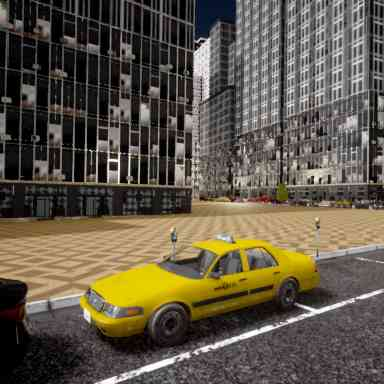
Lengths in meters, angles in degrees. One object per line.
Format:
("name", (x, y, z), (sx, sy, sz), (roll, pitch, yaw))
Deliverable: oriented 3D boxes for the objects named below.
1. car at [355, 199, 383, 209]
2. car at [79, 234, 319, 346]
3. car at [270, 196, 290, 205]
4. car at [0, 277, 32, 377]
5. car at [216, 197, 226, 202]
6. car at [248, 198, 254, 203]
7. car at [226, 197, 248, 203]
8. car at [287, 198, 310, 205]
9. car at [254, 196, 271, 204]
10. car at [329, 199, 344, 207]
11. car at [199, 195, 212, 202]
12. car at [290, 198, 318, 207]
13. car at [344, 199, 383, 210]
("car", (27.776, 1.833, 51.363), (2.008, 1.369, 4.403), (1, -1, -22))
("car", (0.420, 1.528, 6.330), (4.829, 1.417, 1.752), (0, 1, -35))
("car", (16.266, 1.636, 58.739), (1.967, 1.590, 4.097), (1, -1, -22))
("car", (-3.944, 1.565, 3.272), (4.313, 1.339, 1.947), (0, 1, -36))
("car", (7.892, 1.845, 79.296), (1.752, 1.417, 4.829), (1, -1, -22))
("car", (15.114, 2.051, 82.450), (1.802, 1.307, 4.206), (1, -1, -22))
("car", (9.938, 1.729, 74.275), (1.967, 1.590, 4.097), (1, -1, -22))
("car", (21.445, 1.926, 66.907), (2.008, 1.369, 4.403), (1, -1, -22))
("car", (17.228, 1.753, 77.272), (2.192, 1.841, 5.009), (1, -1, -22))
("car", (25.601, 1.839, 56.702), (1.752, 1.417, 4.829), (1, -1, -22))
("car", (3.612, 1.698, 89.813), (2.192, 1.841, 5.009), (1, -1, -22))
("car", (18.374, 1.715, 53.559), (2.008, 1.369, 4.403), (1, -1, -22))
("car", (22.592, 1.653, 43.201), (2.008, 1.369, 4.403), (1, -1, -22))
